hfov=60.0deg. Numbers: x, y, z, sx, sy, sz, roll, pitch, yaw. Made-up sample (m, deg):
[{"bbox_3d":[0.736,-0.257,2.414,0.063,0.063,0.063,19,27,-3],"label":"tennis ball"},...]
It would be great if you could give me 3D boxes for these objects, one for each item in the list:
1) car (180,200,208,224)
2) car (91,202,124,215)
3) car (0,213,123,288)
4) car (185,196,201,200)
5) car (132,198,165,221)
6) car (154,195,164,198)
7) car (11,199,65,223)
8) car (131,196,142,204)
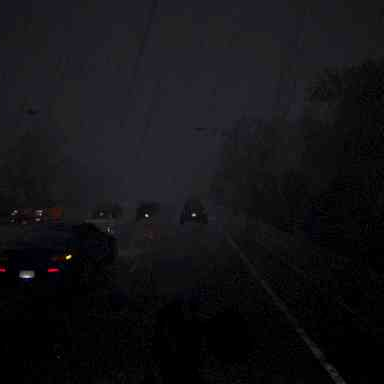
[{"bbox_3d":[0.130,1.546,24.847,1.994,1.385,4.181,0,0,0],"label":"car"},{"bbox_3d":[-7.064,1.544,27.994,1.994,1.385,4.181,0,0,0],"label":"car"},{"bbox_3d":[-3.389,1.519,9.137,1.812,1.442,4.674,0,0,0],"label":"car"},{"bbox_3d":[0.150,1.323,41.953,2.097,1.767,4.553,0,0,0],"label":"car"},{"bbox_3d":[-3.366,1.486,27.151,1.837,1.490,4.892,0,0,0],"label":"car"},{"bbox_3d":[-6.912,1.420,70.261,2.128,1.511,4.902,0,0,0],"label":"car"},{"bbox_3d":[-10.570,1.334,23.166,2.097,1.767,4.553,0,0,0],"label":"car"},{"bbox_3d":[-10.440,1.509,64.041,1.994,1.385,4.181,0,0,1],"label":"car"}]
